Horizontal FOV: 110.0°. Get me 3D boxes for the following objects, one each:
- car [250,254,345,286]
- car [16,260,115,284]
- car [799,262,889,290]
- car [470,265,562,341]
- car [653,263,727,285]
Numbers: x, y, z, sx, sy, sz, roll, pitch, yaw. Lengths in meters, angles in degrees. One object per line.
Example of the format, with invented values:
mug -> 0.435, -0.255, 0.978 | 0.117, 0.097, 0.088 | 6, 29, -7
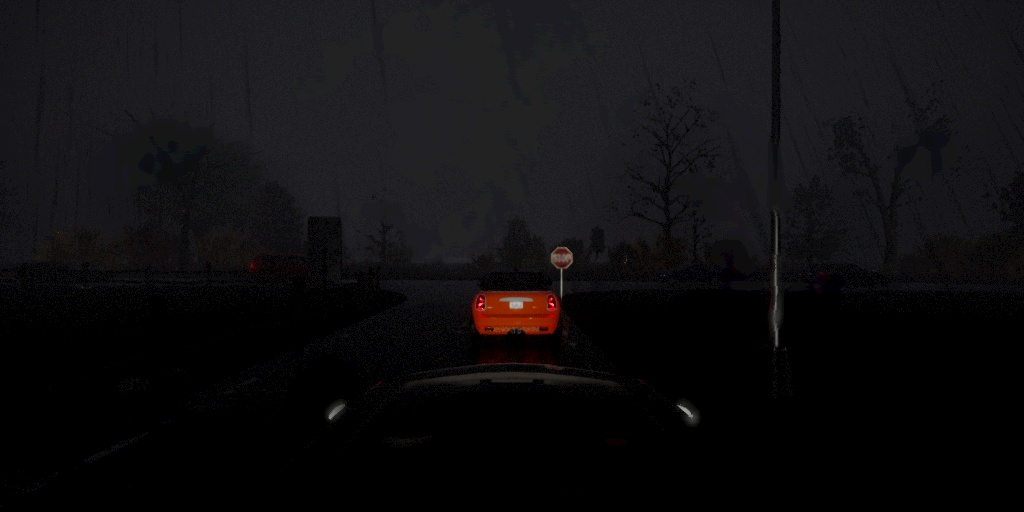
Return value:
car -> -14.092, 0.874, 23.688 | 5.566, 2.045, 2.150 | 1, 0, 0
car -> -29.426, 1.015, 23.728 | 5.008, 1.535, 1.882 | 0, 0, 0
car -> 21.814, 1.266, 23.616 | 4.553, 1.767, 2.097 | 0, 0, 0
car -> 0.076, 1.096, 9.995 | 2.097, 1.767, 4.553 | 0, 0, -1
car -> 13.120, 1.306, 26.580 | 5.008, 1.535, 1.882 | 0, 0, 0
